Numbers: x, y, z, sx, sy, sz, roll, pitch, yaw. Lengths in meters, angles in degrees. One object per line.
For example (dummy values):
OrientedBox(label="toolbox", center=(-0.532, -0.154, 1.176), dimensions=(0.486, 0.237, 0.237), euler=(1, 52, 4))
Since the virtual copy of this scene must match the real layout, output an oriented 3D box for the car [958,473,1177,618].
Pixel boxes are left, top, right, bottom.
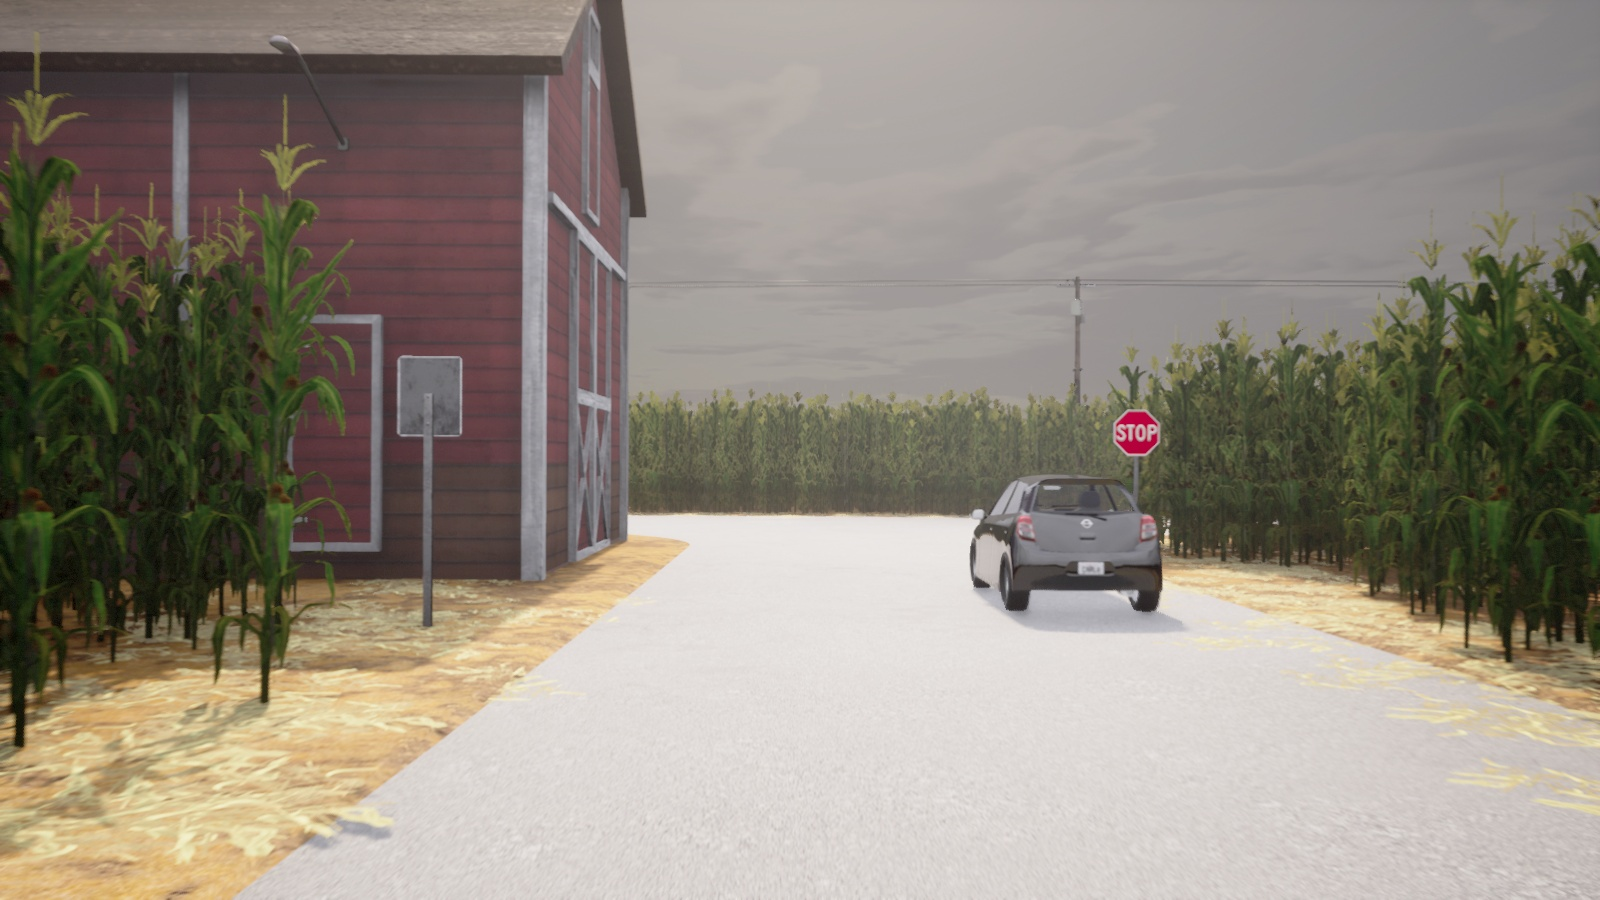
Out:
OrientedBox(label="car", center=(3.063, 1.047, 15.109), dimensions=(1.845, 1.501, 3.633), euler=(0, -1, 0))
